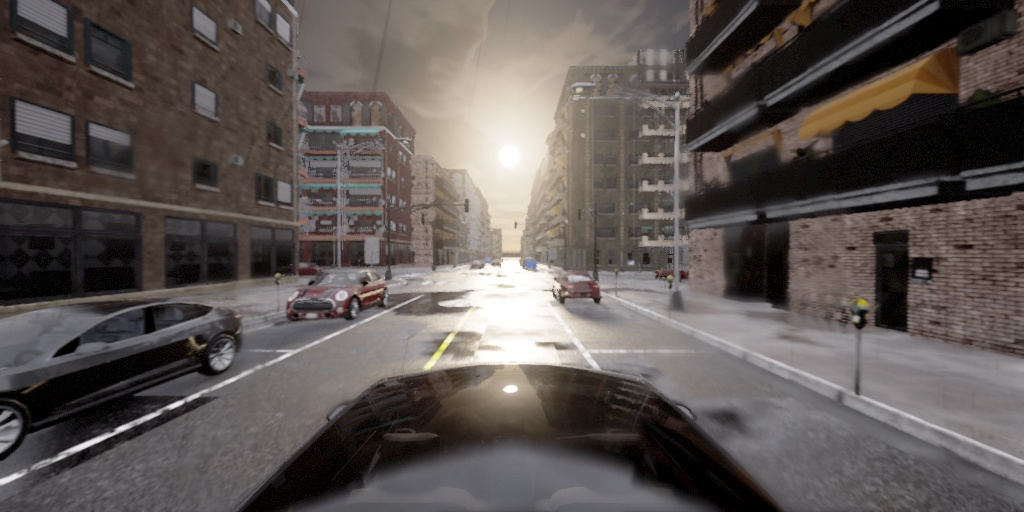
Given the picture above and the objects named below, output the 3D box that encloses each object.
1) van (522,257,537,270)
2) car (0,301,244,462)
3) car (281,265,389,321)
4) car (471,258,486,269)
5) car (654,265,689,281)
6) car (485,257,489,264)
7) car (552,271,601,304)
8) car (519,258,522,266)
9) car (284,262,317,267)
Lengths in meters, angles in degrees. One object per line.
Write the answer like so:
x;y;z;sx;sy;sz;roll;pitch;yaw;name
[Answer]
2.815;1.119;53.940;1.690;1.789;3.998;0;0;0;van
-5.691;1.313;4.747;1.948;1.339;4.313;0;0;0;car
-5.734;1.184;12.258;1.967;1.591;4.097;0;0;0;car
-5.841;1.371;59.486;1.802;1.307;4.207;0;0;0;car
14.709;1.497;31.165;4.507;1.381;1.888;0;0;0;car
-5.842;1.367;65.008;1.948;1.339;4.313;0;0;0;car
2.796;1.325;16.040;1.802;1.307;4.207;0;0;0;car
2.726;1.103;59.436;2.192;1.841;5.009;0;0;0;car
-17.744;1.213;31.223;4.207;1.307;1.802;0;0;0;car
